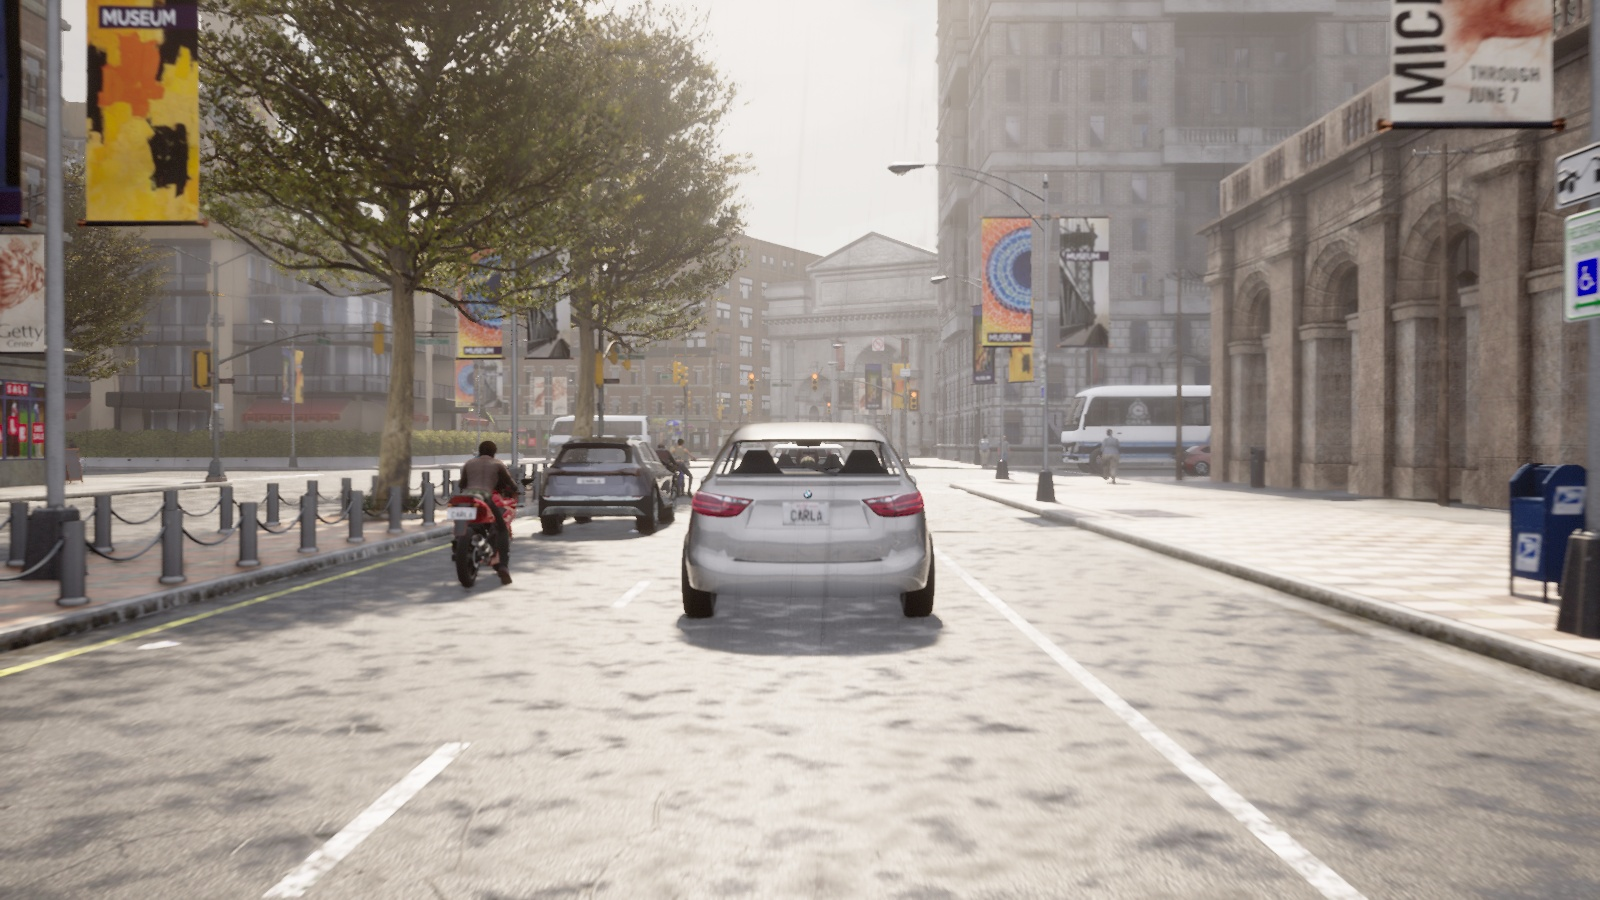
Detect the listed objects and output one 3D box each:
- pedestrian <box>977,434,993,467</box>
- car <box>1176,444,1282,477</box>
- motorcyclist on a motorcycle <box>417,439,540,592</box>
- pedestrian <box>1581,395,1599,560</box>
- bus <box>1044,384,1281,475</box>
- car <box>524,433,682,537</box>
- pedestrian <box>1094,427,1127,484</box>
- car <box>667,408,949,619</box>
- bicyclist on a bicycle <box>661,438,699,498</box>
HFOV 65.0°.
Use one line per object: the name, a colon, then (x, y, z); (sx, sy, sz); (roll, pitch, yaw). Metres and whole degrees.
pedestrian: (10.393, 0.014, 70.466); (0.874, 1.855, 0.900); (0, 0, 6)
car: (19.430, 0.454, 57.026); (4.193, 1.474, 1.816); (0, 0, 0)
motorcyclist on a motorcycle: (-3.408, 0.650, 13.512); (0.797, 1.523, 2.044); (0, 0, 0)
pedestrian: (9.680, 0.327, 14.884); (0.423, 1.949, 0.788); (0, 0, 8)
bus: (17.295, -0.957, 60.520); (10.273, 4.253, 3.944); (0, 0, 0)
car: (-3.358, 0.548, 22.394); (2.033, 1.649, 4.856); (0, 0, 0)
pedestrian: (10.234, 0.178, 41.435); (0.874, 1.855, 0.900); (0, 0, 0)
car: (0.083, 0.517, 12.278); (2.242, 1.667, 4.611); (0, 0, 1)
bicyclist on a bicycle: (-3.330, 0.483, 34.968); (0.866, 1.612, 1.509); (0, 0, 2)
